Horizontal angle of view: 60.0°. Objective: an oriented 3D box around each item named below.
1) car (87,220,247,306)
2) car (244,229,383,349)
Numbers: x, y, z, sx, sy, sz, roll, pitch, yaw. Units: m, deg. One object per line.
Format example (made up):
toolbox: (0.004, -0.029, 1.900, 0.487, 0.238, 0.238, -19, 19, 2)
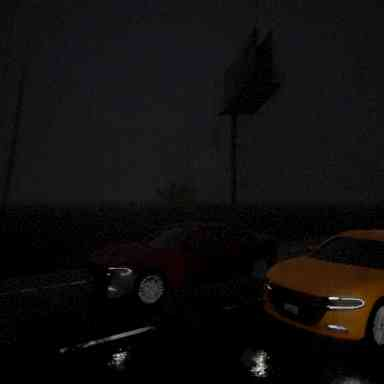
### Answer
car: (-0.016, 1.498, 8.245, 5.008, 1.535, 1.882, 1, 0, -35)
car: (3.540, 1.506, 6.472, 5.008, 1.535, 1.882, 0, 0, -35)
